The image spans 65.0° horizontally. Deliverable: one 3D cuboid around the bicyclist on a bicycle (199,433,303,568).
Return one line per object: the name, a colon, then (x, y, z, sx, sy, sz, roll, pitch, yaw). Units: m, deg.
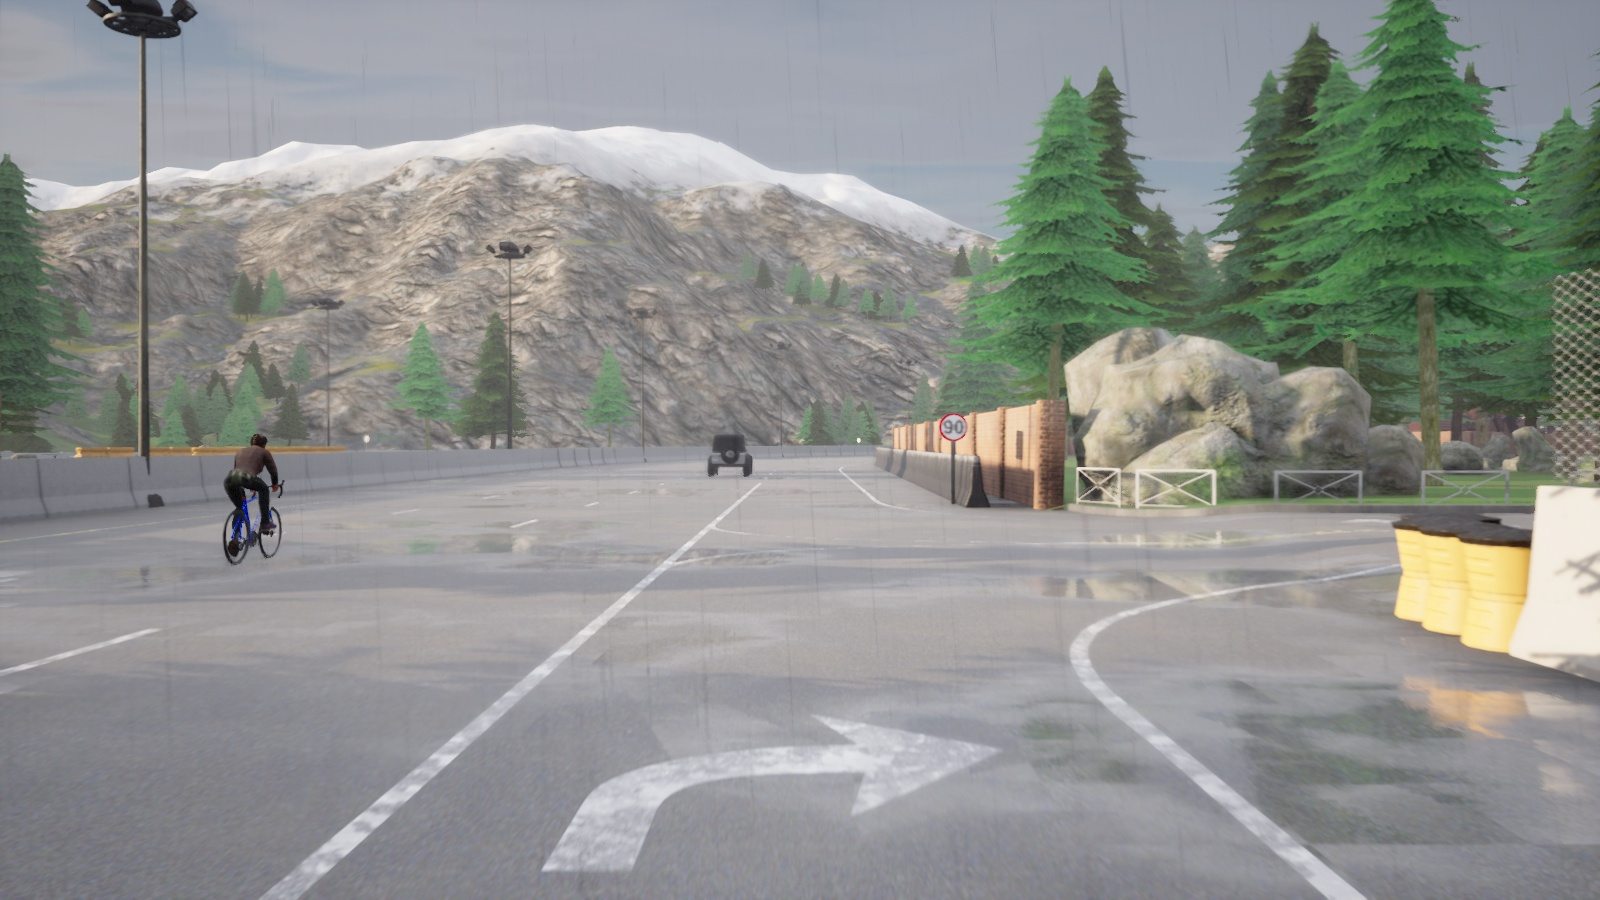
bicyclist on a bicycle: (-6.895, 0.605, 15.843, 0.582, 1.620, 1.656, 0, 0, 0)

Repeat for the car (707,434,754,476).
car: (-3.158, 0.216, 57.435, 1.905, 1.878, 3.866, 0, 0, 0)
